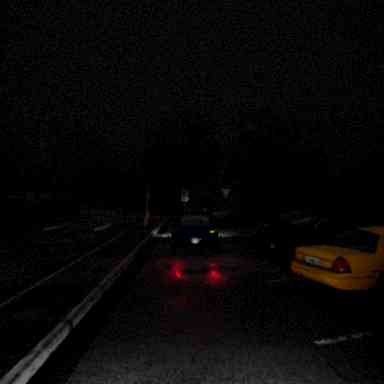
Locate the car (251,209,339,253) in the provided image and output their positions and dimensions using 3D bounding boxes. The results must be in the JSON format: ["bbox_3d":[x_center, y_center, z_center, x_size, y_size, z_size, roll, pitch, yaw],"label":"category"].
[{"bbox_3d":[4.833,1.492,11.386,4.892,1.521,2.231,1,0,-20],"label":"car"}]

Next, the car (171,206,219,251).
[{"bbox_3d":[0.112,1.531,14.055,1.812,1.442,4.674,0,0,0],"label":"car"}]

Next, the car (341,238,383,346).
[{"bbox_3d":[4.808,1.517,4.587,4.792,1.488,2.163,1,0,-20],"label":"car"}]

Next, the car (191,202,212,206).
[{"bbox_3d":[0.854,1.577,30.332,1.895,1.301,4.718,1,-1,10],"label":"car"}]

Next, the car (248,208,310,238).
[{"bbox_3d":[4.848,1.493,14.781,4.892,1.521,2.231,1,0,-20],"label":"car"}]

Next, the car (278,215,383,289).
[{"bbox_3d":[5.008,1.489,8.062,5.366,1.575,1.946,1,0,-20],"label":"car"}]
